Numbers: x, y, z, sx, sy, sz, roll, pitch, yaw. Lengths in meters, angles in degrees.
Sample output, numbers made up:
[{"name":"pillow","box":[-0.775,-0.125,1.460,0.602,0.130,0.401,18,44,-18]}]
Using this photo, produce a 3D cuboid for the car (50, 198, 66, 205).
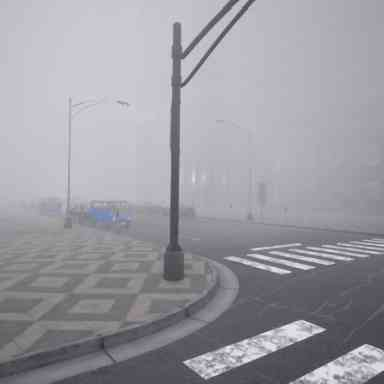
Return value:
[{"name":"car","box":[-26.971,1.885,66.770,2.008,1.369,4.403,1,-1,-35]}]

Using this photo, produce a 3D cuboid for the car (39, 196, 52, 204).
[{"name":"car","box":[-33.352,1.817,75.793,1.967,1.590,4.097,1,-1,-35]}]

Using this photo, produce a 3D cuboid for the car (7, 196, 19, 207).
[{"name":"car","box":[-27.573,1.692,52.830,2.008,1.369,4.403,1,-1,-35]}]

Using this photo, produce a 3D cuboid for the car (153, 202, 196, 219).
[{"name":"car","box":[-1.446,1.709,30.682,1.887,1.381,4.507,1,-1,-35]}]

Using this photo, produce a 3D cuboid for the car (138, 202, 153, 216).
[{"name":"car","box":[-4.636,1.730,35.192,1.887,1.381,4.507,1,-1,-35]}]

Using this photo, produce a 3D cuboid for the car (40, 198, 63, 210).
[{"name":"car","box":[-19.707,1.657,46.508,1.837,1.490,4.892,1,-1,-35]}]

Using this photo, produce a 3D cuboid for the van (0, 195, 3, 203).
[{"name":"van","box":[-46.703,1.611,79.903,1.690,1.788,3.998,1,-1,-35]}]

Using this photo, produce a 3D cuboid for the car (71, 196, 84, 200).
[{"name":"car","box":[-17.399,1.815,53.237,1.887,1.381,4.507,1,-1,-35]}]

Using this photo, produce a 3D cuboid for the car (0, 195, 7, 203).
[{"name":"car","box":[-43.514,1.563,75.392,2.192,1.841,5.009,1,-1,-35]}]

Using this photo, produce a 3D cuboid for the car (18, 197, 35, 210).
[{"name":"car","box":[-21.196,1.680,43.806,1.802,1.307,4.206,1,-1,-35]}]

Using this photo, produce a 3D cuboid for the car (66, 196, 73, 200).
[{"name":"car","box":[-20.587,1.606,57.750,2.192,1.841,5.009,1,-1,-35]}]

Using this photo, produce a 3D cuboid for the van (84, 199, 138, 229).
[{"name":"van","box":[-5.250,1.335,21.249,1.690,1.788,3.998,1,-1,-35]}]

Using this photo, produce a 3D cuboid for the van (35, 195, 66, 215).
[{"name":"van","box":[-14.816,1.397,34.785,1.690,1.788,3.998,1,-1,-35]}]

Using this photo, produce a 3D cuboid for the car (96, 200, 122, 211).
[{"name":"car","box":[-11.115,1.754,44.353,1.752,1.417,4.829,1,-1,-35]}]

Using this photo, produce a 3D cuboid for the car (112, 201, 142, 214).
[{"name":"car","box":[-7.827,1.751,39.703,1.887,1.381,4.507,1,-1,-35]}]

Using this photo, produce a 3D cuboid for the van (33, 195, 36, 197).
[{"name":"van","box":[-36.541,1.740,80.305,1.690,1.788,3.998,1,-1,-35]}]

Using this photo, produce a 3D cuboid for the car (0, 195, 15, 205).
[{"name":"car","box":[-37.041,1.730,66.227,1.752,1.417,4.829,1,-1,-35]}]

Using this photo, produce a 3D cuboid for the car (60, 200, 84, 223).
[{"name":"car","box":[-8.441,1.559,25.759,1.887,1.381,4.507,1,-1,-35]}]

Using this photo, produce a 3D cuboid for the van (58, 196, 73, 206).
[{"name":"van","box":[-23.778,1.654,62.261,1.690,1.788,3.998,1,-1,-35]}]
